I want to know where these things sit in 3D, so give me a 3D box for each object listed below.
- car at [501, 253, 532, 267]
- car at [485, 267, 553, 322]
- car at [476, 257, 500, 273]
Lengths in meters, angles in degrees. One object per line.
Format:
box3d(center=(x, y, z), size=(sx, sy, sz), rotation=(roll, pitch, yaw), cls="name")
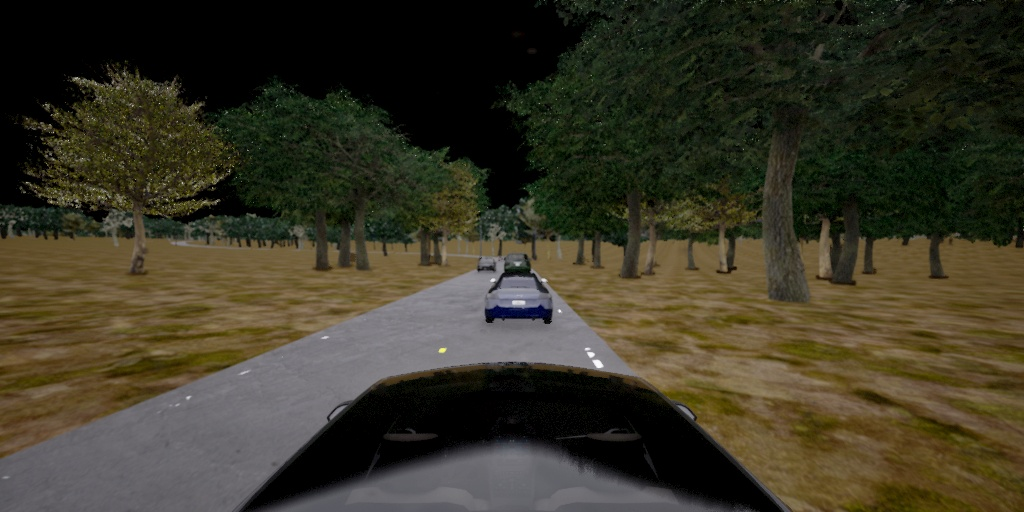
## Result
box3d(center=(0.469, 0.744, 30.260), size=(2.150, 2.045, 5.566), rotation=(0, 0, 1), cls="car")
box3d(center=(0.214, 1.225, 11.808), size=(1.994, 1.385, 4.181), rotation=(0, 1, 1), cls="car")
box3d(center=(-2.618, 0.969, 37.903), size=(1.837, 1.490, 4.892), rotation=(0, 0, 1), cls="car")
